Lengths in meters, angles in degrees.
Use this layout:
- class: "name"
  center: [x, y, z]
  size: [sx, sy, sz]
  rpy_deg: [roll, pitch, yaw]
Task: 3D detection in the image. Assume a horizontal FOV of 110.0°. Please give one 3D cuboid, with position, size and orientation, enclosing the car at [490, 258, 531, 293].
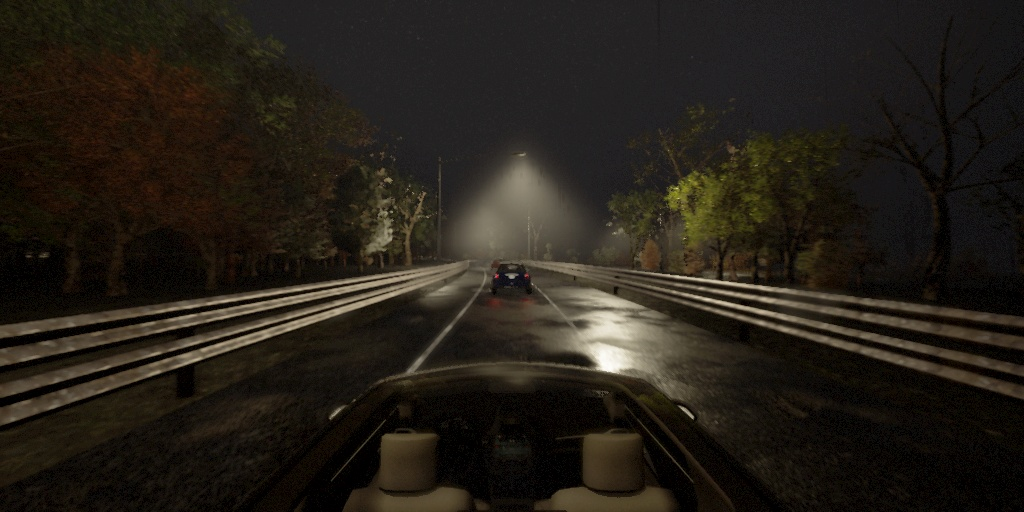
- class: "car"
  center: [-0.069, 1.110, 20.798]
  size: [2.097, 1.767, 4.553]
  rpy_deg: [0, 0, -2]
